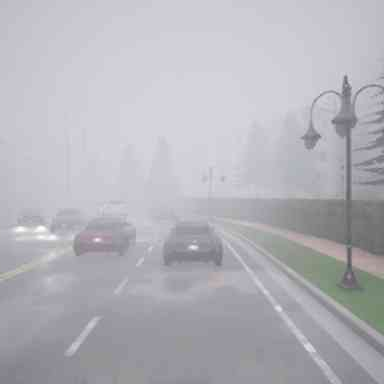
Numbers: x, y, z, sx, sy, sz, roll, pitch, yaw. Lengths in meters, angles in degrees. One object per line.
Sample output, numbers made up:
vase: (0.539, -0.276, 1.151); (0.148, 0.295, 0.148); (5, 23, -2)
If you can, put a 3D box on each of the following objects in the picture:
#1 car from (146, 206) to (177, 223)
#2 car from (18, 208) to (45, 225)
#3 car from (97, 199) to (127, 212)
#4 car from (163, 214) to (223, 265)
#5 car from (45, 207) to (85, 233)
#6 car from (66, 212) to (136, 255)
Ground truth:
car: (-2.726, 1.955, 29.895); (2.033, 1.411, 5.357); (0, -1, -19)
car: (-13.317, 1.986, 27.887); (1.895, 1.301, 4.718); (0, -1, -22)
car: (-8.207, 1.688, 34.053); (2.150, 2.045, 5.566); (1, -1, -25)
car: (0.014, 1.733, 12.365); (1.994, 1.385, 4.181); (0, -1, -1)
car: (-8.168, 1.812, 22.275); (1.837, 1.490, 4.892); (1, -1, -12)
car: (-3.581, 1.760, 14.231); (1.994, 1.385, 4.181); (0, -1, -3)
